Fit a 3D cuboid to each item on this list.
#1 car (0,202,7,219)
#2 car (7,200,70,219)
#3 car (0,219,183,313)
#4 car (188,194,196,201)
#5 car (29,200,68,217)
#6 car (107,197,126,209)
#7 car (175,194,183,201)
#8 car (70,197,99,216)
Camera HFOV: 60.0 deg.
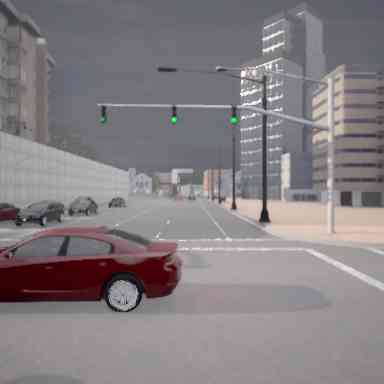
[{"bbox_3d":[-14.114,1.490,23.704,1.882,1.535,5.008,0,0,0],"label":"car"},{"bbox_3d":[-10.622,1.517,23.493,1.837,1.490,4.892,0,0,0],"label":"car"},{"bbox_3d":[-2.708,1.481,7.065,5.008,1.535,1.882,0,0,0],"label":"car"},{"bbox_3d":[-0.050,1.599,89.659,1.994,1.385,4.181,0,0,0],"label":"car"},{"bbox_3d":[-14.132,1.542,33.043,1.812,1.442,4.674,0,0,0],"label":"car"},{"bbox_3d":[-10.608,1.529,47.221,1.837,1.490,4.892,0,0,0],"label":"car"},{"bbox_3d":[-3.550,1.401,89.244,2.097,1.767,4.553,0,0,0],"label":"car"},{"bbox_3d":[-10.617,1.521,32.825,1.837,1.490,4.892,0,0,0],"label":"car"}]
